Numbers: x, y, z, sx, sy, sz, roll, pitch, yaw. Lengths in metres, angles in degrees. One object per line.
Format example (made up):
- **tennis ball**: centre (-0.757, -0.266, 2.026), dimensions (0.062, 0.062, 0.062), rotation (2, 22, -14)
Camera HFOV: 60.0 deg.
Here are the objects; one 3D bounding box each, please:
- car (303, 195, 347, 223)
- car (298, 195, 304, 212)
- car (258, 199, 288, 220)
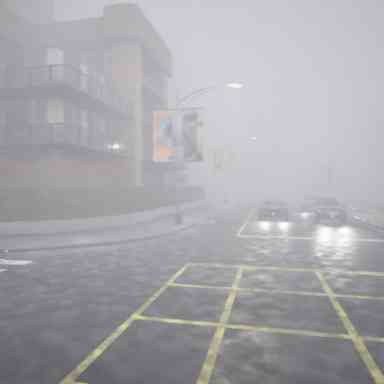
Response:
- **car**: centre (9.062, 1.157, 22.447), dimensions (2.128, 1.511, 4.902), rotation (0, 1, 14)
- **car**: centre (11.201, 1.036, 31.669), dimensions (1.837, 1.490, 4.892), rotation (0, 1, 13)
- **car**: centre (5.808, 1.213, 23.869), dimensions (1.994, 1.385, 4.181), rotation (0, 1, 13)
